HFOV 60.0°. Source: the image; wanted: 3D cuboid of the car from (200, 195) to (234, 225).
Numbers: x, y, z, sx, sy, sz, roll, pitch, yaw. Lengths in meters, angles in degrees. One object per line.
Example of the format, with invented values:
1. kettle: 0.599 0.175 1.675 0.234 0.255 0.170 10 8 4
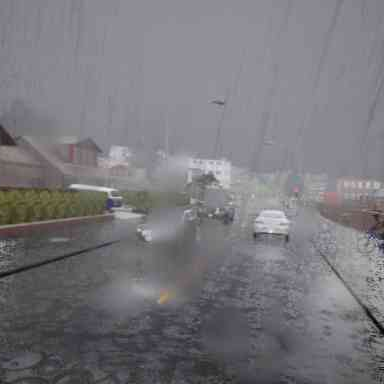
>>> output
1. car: 1.983 1.301 25.714 2.150 2.045 5.566 3 0 14

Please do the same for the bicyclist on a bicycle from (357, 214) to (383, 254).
1. bicyclist on a bicycle: 7.507 1.702 13.300 1.656 1.620 0.582 2 0 14

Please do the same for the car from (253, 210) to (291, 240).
1. car: 4.485 1.730 18.643 1.812 1.442 4.674 3 0 14

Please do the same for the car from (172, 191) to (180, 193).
1. car: -3.893 0.760 67.033 3.866 1.878 1.905 3 0 -41

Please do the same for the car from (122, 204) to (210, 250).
1. car: -0.893 1.440 14.294 2.128 1.511 4.902 3 0 14
